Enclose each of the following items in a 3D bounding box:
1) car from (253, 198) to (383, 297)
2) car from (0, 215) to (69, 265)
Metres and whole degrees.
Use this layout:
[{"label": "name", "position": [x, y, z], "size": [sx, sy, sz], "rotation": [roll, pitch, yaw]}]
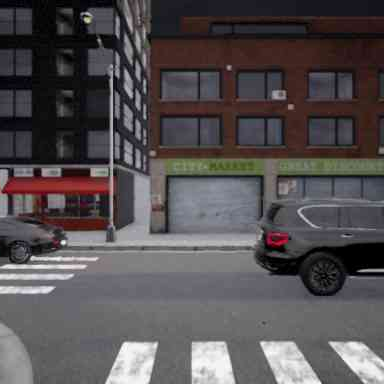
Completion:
[{"label": "car", "position": [4.304, 1.183, 8.014], "size": [5.566, 2.045, 2.150], "rotation": [0, 0, 0]}, {"label": "car", "position": [-6.527, 1.503, 10.986], "size": [4.674, 1.442, 1.812], "rotation": [0, 0, 0]}]
